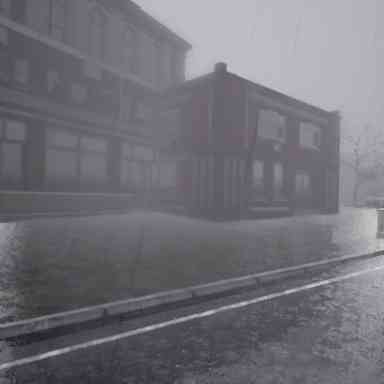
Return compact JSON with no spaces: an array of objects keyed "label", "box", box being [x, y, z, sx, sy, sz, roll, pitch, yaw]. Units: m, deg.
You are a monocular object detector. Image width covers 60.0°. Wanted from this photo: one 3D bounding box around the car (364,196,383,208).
[{"label":"car","box":[28.002,1.451,50.044,2.097,1.767,4.553,1,0,-5]}]
